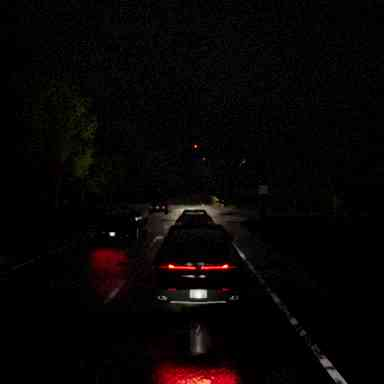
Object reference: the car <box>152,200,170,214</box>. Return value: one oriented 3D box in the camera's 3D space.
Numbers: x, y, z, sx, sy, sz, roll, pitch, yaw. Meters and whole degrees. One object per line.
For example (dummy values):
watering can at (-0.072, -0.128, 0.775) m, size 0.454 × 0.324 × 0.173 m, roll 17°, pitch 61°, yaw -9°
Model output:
car at (-3.327, 1.546, 34.579) m, size 2.033 × 1.411 × 5.357 m, roll 0°, pitch 0°, yaw 0°

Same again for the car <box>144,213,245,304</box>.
car at (0.116, 1.505, 8.142) m, size 1.837 × 1.490 × 4.892 m, roll 0°, pitch 0°, yaw 0°

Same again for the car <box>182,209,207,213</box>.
car at (0.135, 1.564, 17.050) m, size 1.994 × 1.385 × 4.181 m, roll 0°, pitch 0°, yaw 0°

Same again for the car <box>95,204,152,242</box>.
car at (-3.367, 1.505, 16.493) m, size 1.837 × 1.490 × 4.892 m, roll 0°, pitch 0°, yaw 0°
